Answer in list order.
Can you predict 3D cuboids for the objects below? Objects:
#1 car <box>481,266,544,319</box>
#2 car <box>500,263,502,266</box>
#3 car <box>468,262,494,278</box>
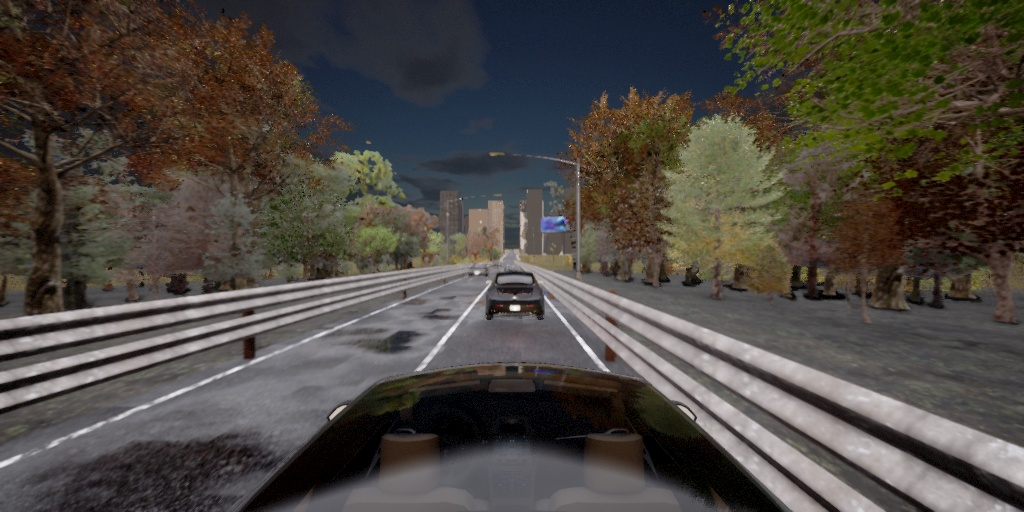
[{"bbox_3d":[0.096,1.277,12.843,1.837,1.490,4.892,0,0,0],"label":"car"},{"bbox_3d":[0.102,1.541,33.645,1.895,1.301,4.718,0,-1,0],"label":"car"},{"bbox_3d":[-3.340,1.463,36.741,2.128,1.511,4.902,0,-1,0],"label":"car"}]
